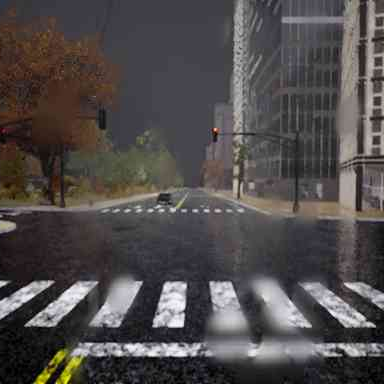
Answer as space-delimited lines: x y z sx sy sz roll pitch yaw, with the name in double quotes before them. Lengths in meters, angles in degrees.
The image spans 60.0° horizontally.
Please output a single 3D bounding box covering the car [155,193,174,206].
"car" -3.151 0.877 38.822 1.837 1.490 4.892 0 3 0
